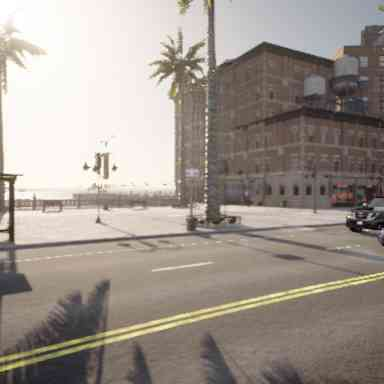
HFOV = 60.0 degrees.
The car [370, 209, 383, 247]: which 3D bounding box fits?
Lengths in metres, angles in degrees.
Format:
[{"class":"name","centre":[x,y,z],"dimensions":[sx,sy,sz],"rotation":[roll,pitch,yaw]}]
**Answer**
[{"class":"car","centre":[9.516,1.503,13.209],"dimensions":[4.674,1.442,1.812],"rotation":[0,0,-27]}]

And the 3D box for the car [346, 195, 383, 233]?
[{"class":"car","centre":[10.821,1.189,17.821],"dimensions":[5.566,2.045,2.150],"rotation":[0,0,-27]}]
